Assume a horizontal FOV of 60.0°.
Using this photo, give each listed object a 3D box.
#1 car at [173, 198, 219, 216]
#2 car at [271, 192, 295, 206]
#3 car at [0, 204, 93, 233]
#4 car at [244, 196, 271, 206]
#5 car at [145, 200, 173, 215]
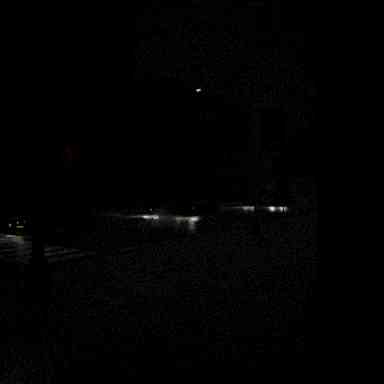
[{"bbox_3d":[0.731,1.367,31.499,1.882,1.535,5.008,0,0,35],"label":"car"},{"bbox_3d":[13.606,1.001,49.530,2.150,2.045,5.566,0,0,35],"label":"car"},{"bbox_3d":[-8.002,1.458,19.142,1.837,1.490,4.892,0,0,35],"label":"car"},{"bbox_3d":[9.339,1.305,49.179,2.128,1.511,4.902,0,0,36],"label":"car"},{"bbox_3d":[-2.648,1.465,32.352,1.994,1.385,4.181,0,0,35],"label":"car"}]
